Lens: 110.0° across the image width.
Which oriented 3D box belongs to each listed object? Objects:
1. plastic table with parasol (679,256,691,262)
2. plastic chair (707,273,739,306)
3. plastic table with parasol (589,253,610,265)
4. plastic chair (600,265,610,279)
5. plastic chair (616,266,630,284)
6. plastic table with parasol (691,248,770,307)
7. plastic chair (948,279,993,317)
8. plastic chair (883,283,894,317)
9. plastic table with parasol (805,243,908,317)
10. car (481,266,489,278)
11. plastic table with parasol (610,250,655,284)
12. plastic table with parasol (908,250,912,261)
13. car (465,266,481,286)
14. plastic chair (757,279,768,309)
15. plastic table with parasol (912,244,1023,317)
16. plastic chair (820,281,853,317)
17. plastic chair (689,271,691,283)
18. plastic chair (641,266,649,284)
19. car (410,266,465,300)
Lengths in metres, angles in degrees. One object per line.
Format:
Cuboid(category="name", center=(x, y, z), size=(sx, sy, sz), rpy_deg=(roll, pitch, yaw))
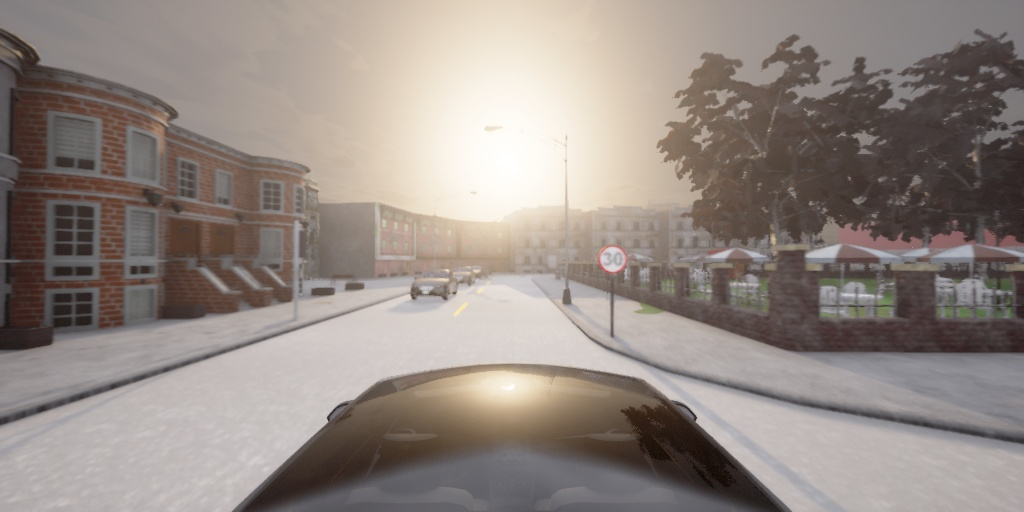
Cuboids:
Cuboid(category="plastic table with parasol", center=(15.991, 1.055, 29.961), size=(2.482, 2.480, 2.482), rpy_deg=(0, 0, -38))
Cuboid(category="plastic chair", center=(8.618, 1.476, 14.675), size=(0.730, 1.272, 0.750), rpy_deg=(0, 0, -40))
Cuboid(category="plastic table with parasol", center=(9.273, 1.213, 37.201), size=(2.482, 2.480, 2.482), rpy_deg=(0, 0, 0))
Cuboid(category="plastic chair", center=(9.344, 1.798, 35.874), size=(0.750, 1.272, 0.730), rpy_deg=(0, 0, 5))
Cuboid(category="plastic chair", center=(9.074, 1.634, 28.783), size=(0.730, 1.272, 0.750), rpy_deg=(0, 0, -40))
Cuboid(category="plastic table with parasol", center=(9.649, 0.885, 15.418), size=(2.482, 2.480, 2.482), rpy_deg=(0, 0, -40))
Cuboid(category="plastic chair", center=(14.284, 1.448, 11.179), size=(0.730, 1.272, 0.750), rpy_deg=(0, 0, -40))
Cuboid(category="plastic chair", center=(10.985, 1.451, 9.953), size=(0.750, 1.272, 0.730), rpy_deg=(0, 0, -35))
Cuboid(category="plastic table with parasol", center=(10.084, 0.860, 10.927), size=(2.482, 2.480, 2.482), rpy_deg=(0, 0, -40))
Cuboid(category="car", center=(-3.955, 1.817, 40.235), size=(2.033, 1.411, 5.357), rpy_deg=(0, -1, 9))
Cuboid(category="plastic table with parasol", center=(10.060, 1.005, 29.506), size=(2.482, 2.480, 2.482), rpy_deg=(0, 0, -38))
Cuboid(category="plastic table with parasol", center=(18.286, 0.864, 15.906), size=(2.482, 2.480, 2.482), rpy_deg=(0, 0, -42))
Cuboid(category="car", center=(-4.079, 1.617, 29.574), size=(2.128, 1.511, 4.902), rpy_deg=(0, -1, 0))
Cuboid(category="plastic chair", center=(10.550, 1.483, 14.443), size=(0.750, 1.272, 0.730), rpy_deg=(0, 0, -35))
Cuboid(category="plastic table with parasol", center=(15.316, 0.842, 11.922), size=(2.482, 2.480, 2.482), rpy_deg=(0, 0, -40))
Cuboid(category="plastic chair", center=(9.053, 1.454, 10.184), size=(0.730, 1.272, 0.750), rpy_deg=(0, 0, -40))
Cuboid(category="plastic chair", center=(15.155, 1.667, 29.229), size=(0.730, 1.272, 0.750), rpy_deg=(0, 0, -39))
Cuboid(category="plastic chair", center=(11.005, 1.628, 28.492), size=(0.750, 1.272, 0.730), rpy_deg=(0, 0, -31))
Cuboid(category="car", center=(-4.094, 1.481, 19.484), size=(2.128, 1.511, 4.902), rpy_deg=(0, -1, 0))
